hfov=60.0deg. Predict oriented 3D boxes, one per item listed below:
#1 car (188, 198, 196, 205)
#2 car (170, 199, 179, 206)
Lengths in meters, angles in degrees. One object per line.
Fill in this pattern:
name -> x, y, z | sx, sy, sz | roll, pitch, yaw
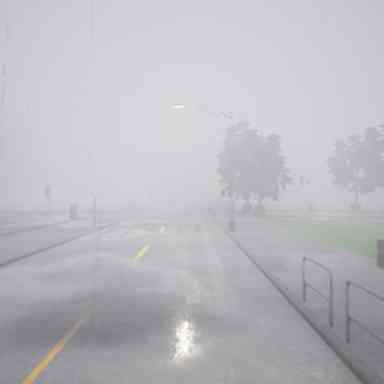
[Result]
car -> -0.027, 2.235, 78.698 | 2.033, 1.411, 5.357 | 0, -1, 0
car -> -4.026, 2.409, 76.527 | 1.994, 1.385, 4.181 | 0, -1, 0
